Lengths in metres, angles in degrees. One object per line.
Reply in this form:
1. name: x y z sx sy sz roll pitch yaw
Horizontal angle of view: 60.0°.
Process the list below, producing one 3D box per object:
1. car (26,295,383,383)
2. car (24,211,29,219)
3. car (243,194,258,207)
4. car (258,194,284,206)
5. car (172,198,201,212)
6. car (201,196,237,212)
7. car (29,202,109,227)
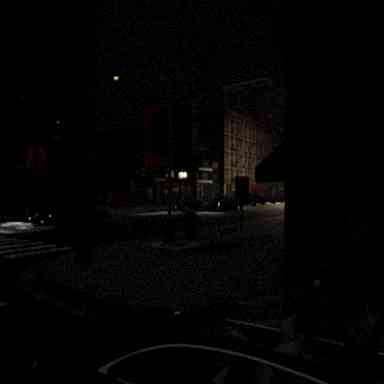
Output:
1. car: 0.450 1.547 2.528 4.403 1.369 2.008 0 0 36
2. car: -9.932 1.481 25.695 2.033 1.411 5.357 0 0 36
3. car: 9.918 1.279 53.270 2.150 2.045 5.566 0 0 36
4. car: 12.579 1.112 51.403 1.882 1.535 5.008 0 0 36
5. car: -0.369 1.454 39.055 2.128 1.511 4.902 0 0 36
6. car: 3.439 1.335 38.786 2.097 1.767 4.553 0 0 36
7. car: -8.110 1.548 22.659 1.895 1.301 4.718 0 0 36
